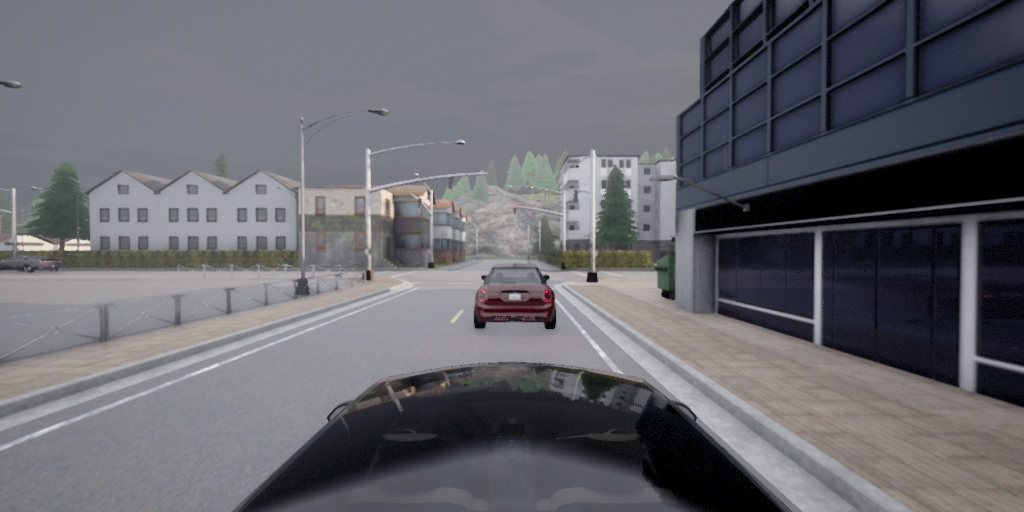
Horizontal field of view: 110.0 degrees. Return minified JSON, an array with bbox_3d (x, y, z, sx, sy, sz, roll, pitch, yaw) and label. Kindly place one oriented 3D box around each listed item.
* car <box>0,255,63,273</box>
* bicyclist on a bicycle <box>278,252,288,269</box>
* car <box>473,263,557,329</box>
[{"bbox_3d":[-42.058,0.680,31.010,4.902,1.511,2.128,0,1,1],"label":"car"},{"bbox_3d":[-22.161,0.437,34.730,0.582,1.620,1.656,0,1,0],"label":"bicyclist on a bicycle"},{"bbox_3d":[0.101,0.979,10.860,2.097,1.767,4.553,0,1,1],"label":"car"}]
